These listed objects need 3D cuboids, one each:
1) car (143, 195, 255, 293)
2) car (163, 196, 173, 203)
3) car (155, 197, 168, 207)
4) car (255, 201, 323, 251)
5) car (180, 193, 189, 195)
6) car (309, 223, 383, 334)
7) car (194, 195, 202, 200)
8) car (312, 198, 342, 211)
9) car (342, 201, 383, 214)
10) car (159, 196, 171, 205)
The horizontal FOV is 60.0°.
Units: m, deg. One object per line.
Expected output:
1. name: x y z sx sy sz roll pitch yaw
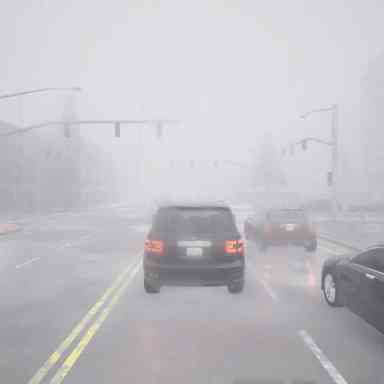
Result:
1. car: 0.055 1.221 8.969 2.150 2.045 5.566 0 0 0
2. car: -5.065 1.552 71.198 1.994 1.385 4.181 0 0 -1
3. car: -4.694 1.526 51.927 1.812 1.442 4.674 0 0 -1
4. car: 3.537 1.352 14.147 2.097 1.767 4.553 0 0 0
5. car: -1.779 1.496 80.204 1.837 1.490 4.892 0 0 -1
6. car: 3.608 1.505 5.065 1.837 1.490 4.892 0 0 0
7. car: 1.479 1.552 90.349 1.994 1.385 4.181 0 0 -1
8. car: 14.443 1.505 37.545 4.892 1.490 1.837 0 0 -2
9. car: 18.492 1.601 34.152 4.718 1.301 1.895 0 0 -2
10. car: -4.892 1.477 61.317 1.882 1.535 5.008 0 0 -1
